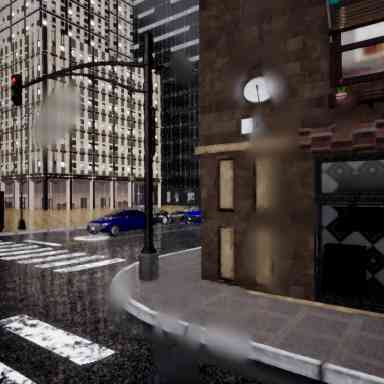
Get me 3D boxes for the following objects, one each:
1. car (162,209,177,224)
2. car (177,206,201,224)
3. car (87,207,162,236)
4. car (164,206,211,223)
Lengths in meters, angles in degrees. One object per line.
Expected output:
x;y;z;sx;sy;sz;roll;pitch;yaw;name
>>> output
-3.533;1.894;25.934;2.008;1.369;4.403;-2;-2;35;car
1.240;1.863;27.974;1.882;1.535;5.008;-1;-1;35;car
-4.181;1.773;20.258;1.812;1.442;4.674;-1;-1;33;car
-0.330;1.975;30.490;2.008;1.369;4.403;-2;-2;35;car
